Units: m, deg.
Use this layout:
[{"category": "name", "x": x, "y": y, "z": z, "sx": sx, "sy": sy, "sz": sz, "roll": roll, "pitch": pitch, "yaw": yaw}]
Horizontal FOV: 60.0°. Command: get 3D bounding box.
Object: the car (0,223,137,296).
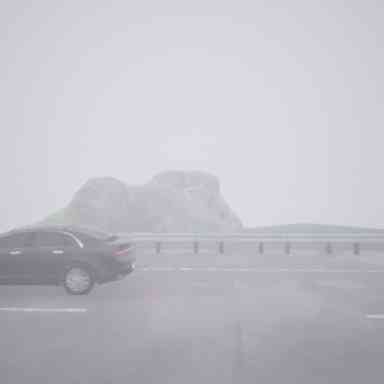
[{"category": "car", "x": -3.839, "y": 1.566, "z": 8.287, "sx": 4.892, "sy": 1.490, "sz": 1.837, "roll": -1, "pitch": 0, "yaw": 4}]
